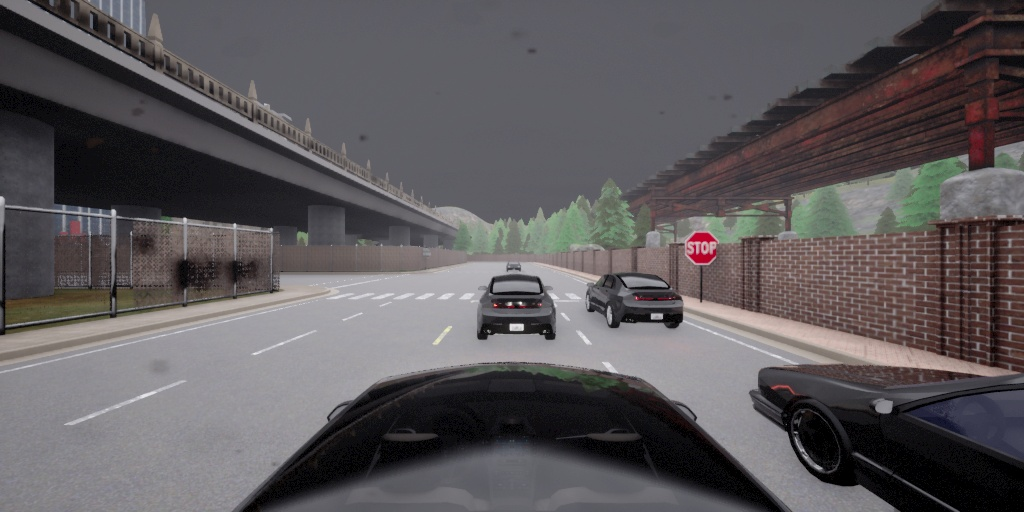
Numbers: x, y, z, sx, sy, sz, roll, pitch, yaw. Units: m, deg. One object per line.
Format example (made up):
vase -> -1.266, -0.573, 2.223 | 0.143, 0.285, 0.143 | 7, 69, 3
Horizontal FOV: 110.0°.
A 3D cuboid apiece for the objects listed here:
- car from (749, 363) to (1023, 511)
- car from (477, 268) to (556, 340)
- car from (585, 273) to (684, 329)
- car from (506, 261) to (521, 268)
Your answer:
car -> 3.600, 1.297, 1.570 | 2.033, 1.411, 5.357 | 0, 0, 0
car -> 0.104, 1.255, 9.959 | 1.837, 1.490, 4.892 | 0, 0, 0
car -> 3.606, 1.255, 11.316 | 1.837, 1.490, 4.892 | 0, 0, 0
car -> 0.212, 1.351, 46.249 | 1.895, 1.301, 4.718 | 0, 0, -1
